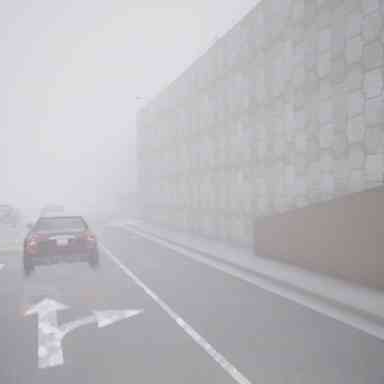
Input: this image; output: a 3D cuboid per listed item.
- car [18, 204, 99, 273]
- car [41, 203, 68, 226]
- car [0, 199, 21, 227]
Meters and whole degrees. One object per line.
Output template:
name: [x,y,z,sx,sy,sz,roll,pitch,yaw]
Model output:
car: [-4.555,1.472,11.549,2.097,1.767,4.553,-1,0,-23]
car: [-11.458,1.774,27.634,1.882,1.535,5.008,-1,0,-23]
car: [-14.177,1.690,25.069,2.097,1.767,4.553,-1,0,-23]
